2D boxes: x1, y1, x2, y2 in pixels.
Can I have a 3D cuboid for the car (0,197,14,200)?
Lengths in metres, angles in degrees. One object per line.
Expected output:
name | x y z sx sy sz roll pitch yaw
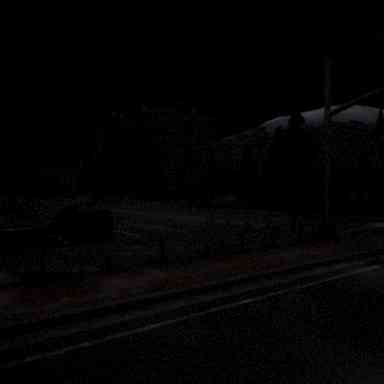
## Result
car | -20.596 1.367 37.137 1.845 1.501 3.633 0 0 -36

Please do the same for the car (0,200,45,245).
car | -7.857 1.328 14.159 2.152 1.636 5.027 0 0 -36

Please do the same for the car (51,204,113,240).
car | -5.344 1.333 16.038 2.007 1.523 4.514 0 0 -36
